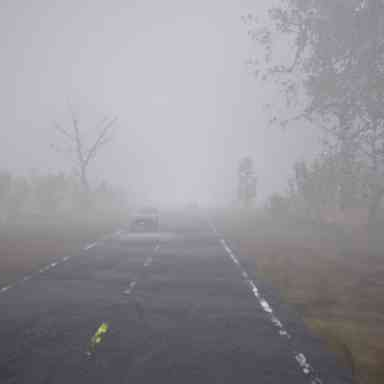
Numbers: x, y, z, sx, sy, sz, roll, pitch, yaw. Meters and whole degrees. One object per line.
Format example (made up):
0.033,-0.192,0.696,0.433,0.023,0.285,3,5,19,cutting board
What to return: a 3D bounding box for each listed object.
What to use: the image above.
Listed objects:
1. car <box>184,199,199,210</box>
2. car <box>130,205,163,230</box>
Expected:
0.082,2.107,52.447,1.812,1.442,4.674,0,-1,0,car
-3.104,1.738,23.455,1.882,1.535,5.008,0,-1,0,car
